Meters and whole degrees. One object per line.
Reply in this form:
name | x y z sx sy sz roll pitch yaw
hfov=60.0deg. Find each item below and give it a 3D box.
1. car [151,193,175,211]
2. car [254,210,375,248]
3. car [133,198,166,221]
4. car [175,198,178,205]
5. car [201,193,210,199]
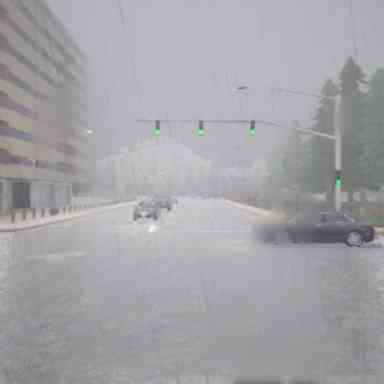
car | -3.583 1.183 39.758 2.150 2.045 5.566 0 0 0
car | 5.093 1.533 14.131 4.892 1.490 1.837 0 0 0
car | -3.594 1.477 27.178 2.128 1.511 4.902 0 0 0
car | -3.522 1.486 58.218 1.994 1.385 4.181 0 0 0
car | 3.989 1.190 94.836 2.097 1.767 4.553 0 0 0
